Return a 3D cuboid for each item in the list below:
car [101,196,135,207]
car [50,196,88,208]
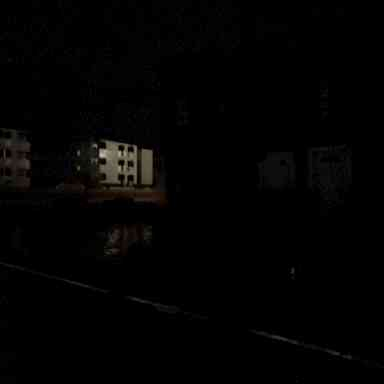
[{"bbox_3d":[-10.031,1.303,45.144,2.128,1.511,4.902,0,0,38],"label":"car"},{"bbox_3d":[-15.941,1.296,43.239,1.837,1.490,4.892,0,0,38],"label":"car"}]
